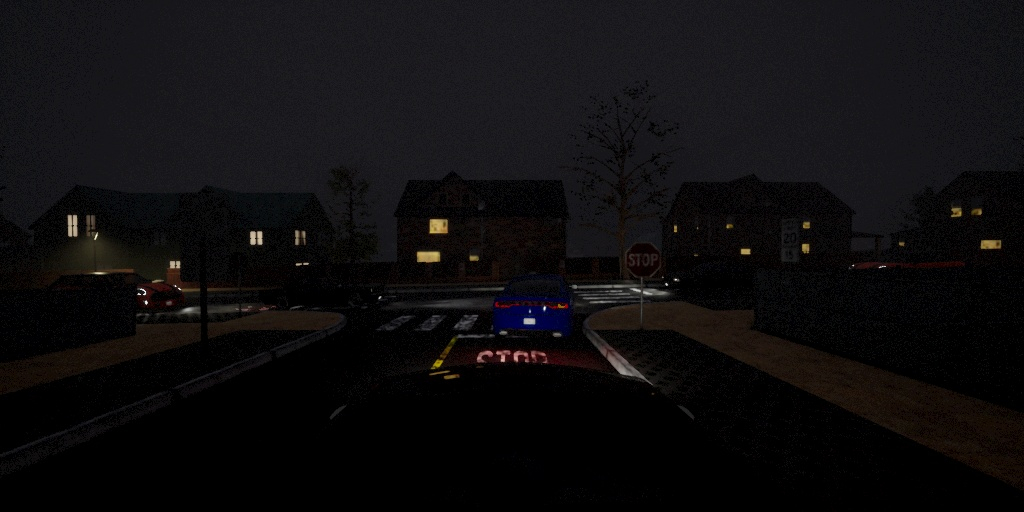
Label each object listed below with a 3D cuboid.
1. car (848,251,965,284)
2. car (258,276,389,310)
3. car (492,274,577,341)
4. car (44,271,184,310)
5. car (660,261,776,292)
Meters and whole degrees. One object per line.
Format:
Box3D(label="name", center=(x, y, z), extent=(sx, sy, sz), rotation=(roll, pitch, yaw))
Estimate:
Box3D(label="car", center=(19.815, 0.563, 18.169), extent=(4.553, 1.767, 2.097), rotation=(-1, 1, 0))
Box3D(label="car", center=(-7.812, 1.506, 15.210), extent=(4.718, 1.301, 1.895), rotation=(-1, 1, 0))
Box3D(label="car", center=(0.786, 1.226, 10.003), extent=(1.882, 1.535, 5.008), rotation=(0, 0, 10))
Box3D(label="car", center=(-16.800, 1.471, 15.202), extent=(4.553, 1.767, 2.097), rotation=(-1, 1, 0))
Box3D(label="car", center=(10.446, 0.980, 18.139), extent=(5.357, 1.411, 2.033), rotation=(-1, 1, -1))
